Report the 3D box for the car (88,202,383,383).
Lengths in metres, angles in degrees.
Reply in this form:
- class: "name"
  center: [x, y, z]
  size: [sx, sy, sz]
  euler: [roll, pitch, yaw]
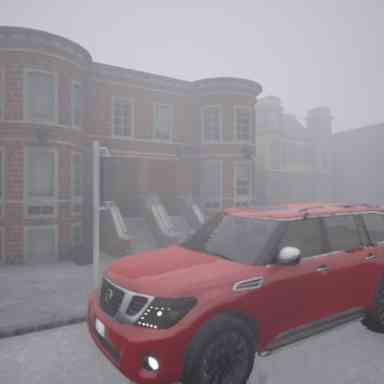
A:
- class: "car"
  center: [1.277, 1.221, 5.335]
  size: [5.566, 2.045, 2.150]
  euler: [0, 0, -32]
